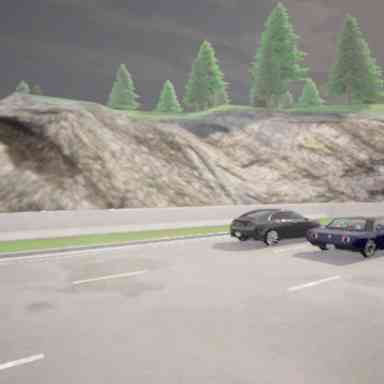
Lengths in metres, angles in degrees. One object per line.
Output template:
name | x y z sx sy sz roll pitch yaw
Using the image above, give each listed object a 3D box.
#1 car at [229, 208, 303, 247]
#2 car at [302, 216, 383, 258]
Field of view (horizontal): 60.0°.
car | 3.910 1.489 15.032 4.892 1.490 1.837 0 0 -34
car | 6.595 1.583 12.637 4.718 1.301 1.895 0 0 -34
